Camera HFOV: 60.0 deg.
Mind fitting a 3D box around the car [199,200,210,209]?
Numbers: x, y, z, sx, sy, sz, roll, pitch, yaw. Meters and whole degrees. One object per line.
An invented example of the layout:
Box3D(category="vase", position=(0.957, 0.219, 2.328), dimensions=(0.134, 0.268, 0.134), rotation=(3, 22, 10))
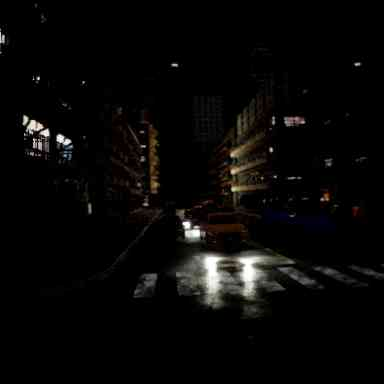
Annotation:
Box3D(category="car", position=(2.954, 3.036, 81.932), dimensions=(2.192, 1.841, 5.009), rotation=(-2, -1, -4))

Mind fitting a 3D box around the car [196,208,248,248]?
Box3D(category="car", position=(1.487, 1.815, 16.904), dimensions=(1.882, 1.535, 5.008), rotation=(-2, -1, -4))

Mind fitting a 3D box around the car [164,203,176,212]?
Box3D(category="car", position=(-3.134, 2.739, 47.868), dimensions=(1.802, 1.307, 4.206), rotation=(-2, -1, -4))

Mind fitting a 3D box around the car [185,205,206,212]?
Box3D(category="car", position=(0.157, 2.424, 37.196), dimensions=(1.895, 1.301, 4.718), rotation=(-2, -1, -4))

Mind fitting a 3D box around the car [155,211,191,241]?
Box3D(category="car", position=(-1.278, 2.070, 19.926), dimensions=(1.802, 1.307, 4.206), rotation=(-2, -1, -4))

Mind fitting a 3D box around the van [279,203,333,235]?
Box3D(category="van", position=(7.038, 1.588, 20.461), dimensions=(1.690, 1.788, 3.998), rotation=(-2, -1, -4))

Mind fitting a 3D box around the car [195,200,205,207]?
Box3D(category="car", position=(2.212, 3.305, 93.109), dimensions=(2.192, 1.841, 5.009), rotation=(-2, -1, -4))

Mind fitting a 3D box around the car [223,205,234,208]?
Box3D(category="car", position=(5.193, 2.498, 48.398), dimensions=(1.802, 1.307, 4.206), rotation=(-2, -1, -4))

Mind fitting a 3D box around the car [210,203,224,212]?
Box3D(category="car", position=(4.437, 2.713, 59.745), dimensions=(1.752, 1.417, 4.829), rotation=(-2, -1, -4))

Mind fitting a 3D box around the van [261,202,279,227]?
Box3D(category="van", position=(6.667, 1.722, 26.050), dimensions=(1.690, 1.788, 3.998), rotation=(-2, -1, -4))

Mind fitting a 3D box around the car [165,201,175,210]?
Box3D(category="car", position=(-5.025, 3.143, 75.812), dimensions=(2.192, 1.841, 5.009), rotation=(-2, -1, -4))

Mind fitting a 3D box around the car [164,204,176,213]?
Box3D(category="car", position=(-3.878, 2.975, 59.044), dimensions=(2.008, 1.369, 4.403), rotation=(-2, -1, -4))

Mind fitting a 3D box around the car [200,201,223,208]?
Box3D(category="car", position=(2.654, 2.439, 46.942), dimensions=(1.882, 1.535, 5.008), rotation=(-2, -1, -3))

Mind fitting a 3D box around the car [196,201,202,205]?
Box3D(category="car", position=(1.913, 2.759, 57.327), dimensions=(2.033, 1.411, 5.357), rotation=(-2, -1, -4))

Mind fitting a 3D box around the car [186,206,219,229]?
Box3D(category="car", position=(0.824, 2.142, 26.937), dimensions=(1.994, 1.385, 4.181), rotation=(-2, -1, -4))

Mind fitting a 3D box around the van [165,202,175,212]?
Box3D(category="van", position=(-4.258, 2.900, 64.637), dimensions=(1.690, 1.788, 3.998), rotation=(-2, -1, -4))
